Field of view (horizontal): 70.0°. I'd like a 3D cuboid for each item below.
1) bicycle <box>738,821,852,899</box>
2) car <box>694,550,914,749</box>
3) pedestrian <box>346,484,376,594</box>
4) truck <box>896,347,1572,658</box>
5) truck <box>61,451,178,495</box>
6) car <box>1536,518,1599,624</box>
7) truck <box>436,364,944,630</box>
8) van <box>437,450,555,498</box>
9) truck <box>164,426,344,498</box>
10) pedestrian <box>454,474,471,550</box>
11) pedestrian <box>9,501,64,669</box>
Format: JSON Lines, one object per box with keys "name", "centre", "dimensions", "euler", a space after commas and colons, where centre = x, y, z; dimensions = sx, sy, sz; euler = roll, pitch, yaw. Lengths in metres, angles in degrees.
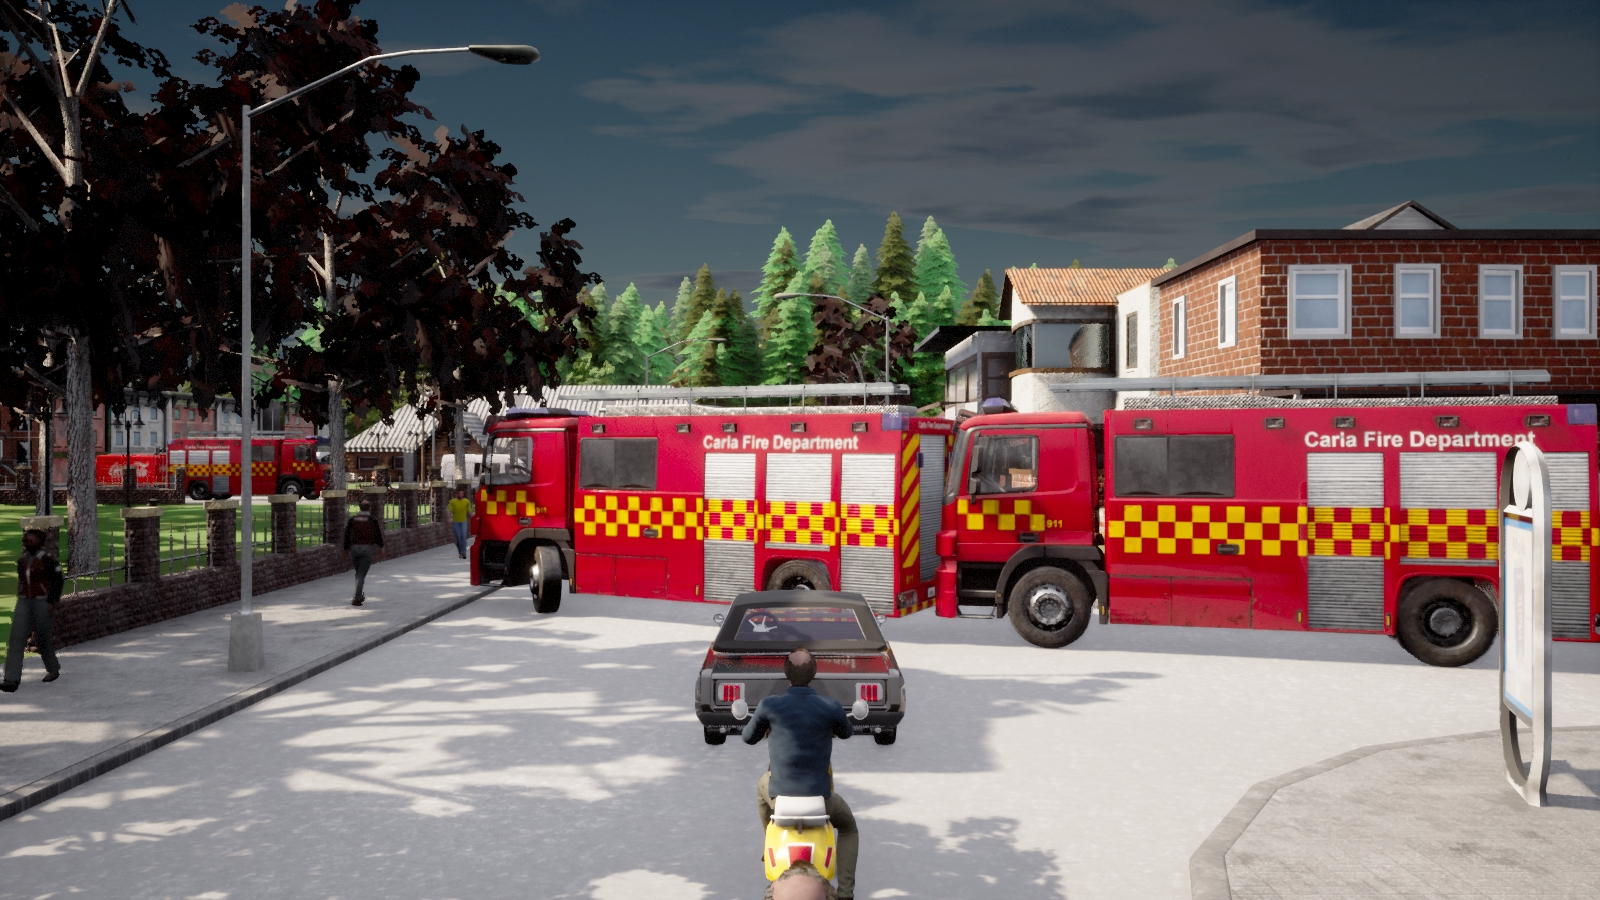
{"name": "bicycle", "centre": [-0.015, 1.938, 3.086], "dimensions": [0.329, 1.271, 1.835], "euler": [0, 0, 0]}
{"name": "car", "centre": [0.033, 1.930, 12.217], "dimensions": [1.895, 1.301, 4.718], "euler": [0, 0, 0]}
{"name": "pedestrian", "centre": [-7.505, 1.514, 19.542], "dimensions": [0.375, 1.860, 0.375], "euler": [0, 0, 2]}
{"name": "truck", "centre": [5.854, 0.661, 16.658], "dimensions": [8.468, 3.827, 2.891], "euler": [0, 0, 16]}
{"name": "truck", "centre": [-39.586, 1.319, 66.588], "dimensions": [5.204, 2.467, 2.627], "euler": [0, 0, -1]}
{"name": "car", "centre": [14.234, 1.835, 17.290], "dimensions": [4.792, 1.488, 2.163], "euler": [0, 0, 0]}
{"name": "truck", "centre": [-2.040, 0.664, 19.658], "dimensions": [8.468, 3.827, 2.891], "euler": [0, 0, 27]}
{"name": "van", "centre": [-16.613, 1.289, 62.612], "dimensions": [5.915, 2.561, 1.988], "euler": [0, 0, 0]}
{"name": "truck", "centre": [-29.853, 0.645, 62.699], "dimensions": [8.468, 3.827, 2.891], "euler": [0, 0, 1]}
{"name": "pedestrian", "centre": [-8.299, 1.514, 28.071], "dimensions": [0.375, 1.860, 0.375], "euler": [0, 0, -20]}
{"name": "pedestrian", "centre": [-8.646, 1.519, 12.949], "dimensions": [0.375, 1.860, 0.375], "euler": [0, 0, 0]}
